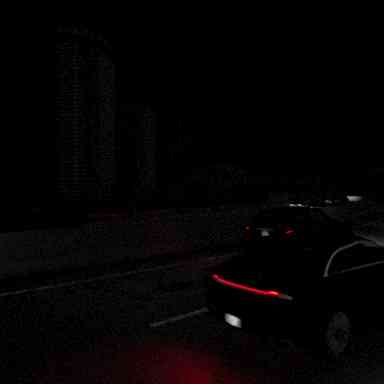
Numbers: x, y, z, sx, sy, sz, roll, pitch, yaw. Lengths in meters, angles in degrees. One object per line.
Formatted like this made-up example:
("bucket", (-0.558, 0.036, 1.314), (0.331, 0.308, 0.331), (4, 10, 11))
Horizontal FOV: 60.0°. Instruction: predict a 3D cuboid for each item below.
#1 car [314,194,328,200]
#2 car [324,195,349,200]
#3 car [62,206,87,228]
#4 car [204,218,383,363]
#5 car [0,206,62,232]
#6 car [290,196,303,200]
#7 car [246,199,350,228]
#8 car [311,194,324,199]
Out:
("car", (30.306, 1.086, 78.279), (1.895, 1.301, 4.718), (0, 0, 6))
("car", (17.527, 1.162, 39.557), (2.097, 1.767, 4.553), (0, 0, 30))
("car", (-8.616, 1.552, 19.671), (4.674, 1.442, 1.812), (0, 0, -39))
("car", (2.427, 1.465, 5.909), (4.902, 1.511, 2.128), (0, 0, -39))
("car", (-8.832, 1.540, 15.067), (4.892, 1.490, 1.837), (0, 0, -38))
("car", (17.040, 1.335, 53.992), (2.033, 1.411, 5.357), (0, 0, 23))
("car", (3.861, 1.306, 11.724), (4.553, 1.767, 2.097), (0, 0, -41))
("car", (17.696, 1.322, 47.118), (1.812, 1.442, 4.674), (0, 0, 26))
